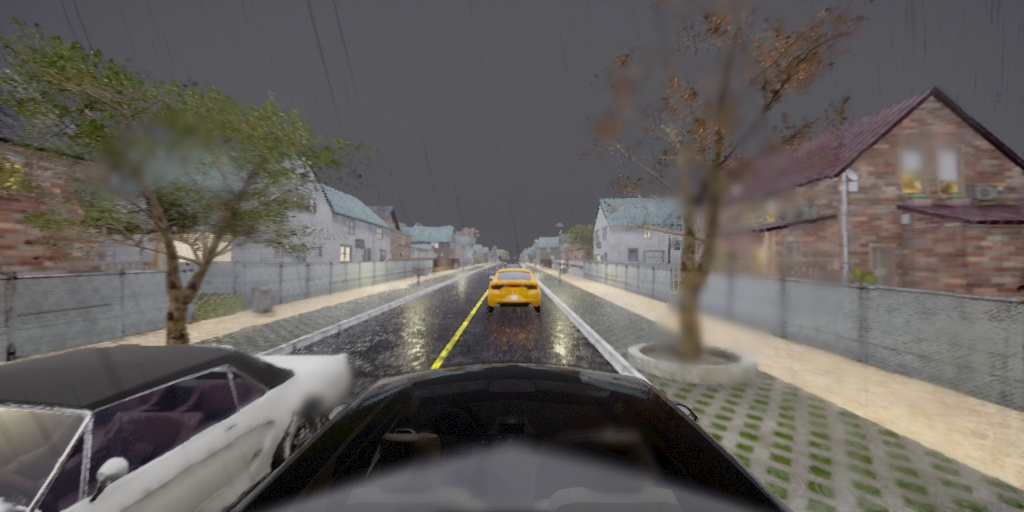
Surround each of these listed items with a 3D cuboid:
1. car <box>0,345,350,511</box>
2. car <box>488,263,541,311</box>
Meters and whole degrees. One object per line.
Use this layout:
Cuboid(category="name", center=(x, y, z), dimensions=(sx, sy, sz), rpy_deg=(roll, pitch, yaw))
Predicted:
Cuboid(category="car", center=(-2.822, 1.351, 1.953), dimensions=(1.895, 1.301, 4.718), rpy_deg=(0, 0, 0))
Cuboid(category="car", center=(0.090, 1.225, 14.546), dimensions=(1.882, 1.535, 5.008), rpy_deg=(0, 0, 0))
